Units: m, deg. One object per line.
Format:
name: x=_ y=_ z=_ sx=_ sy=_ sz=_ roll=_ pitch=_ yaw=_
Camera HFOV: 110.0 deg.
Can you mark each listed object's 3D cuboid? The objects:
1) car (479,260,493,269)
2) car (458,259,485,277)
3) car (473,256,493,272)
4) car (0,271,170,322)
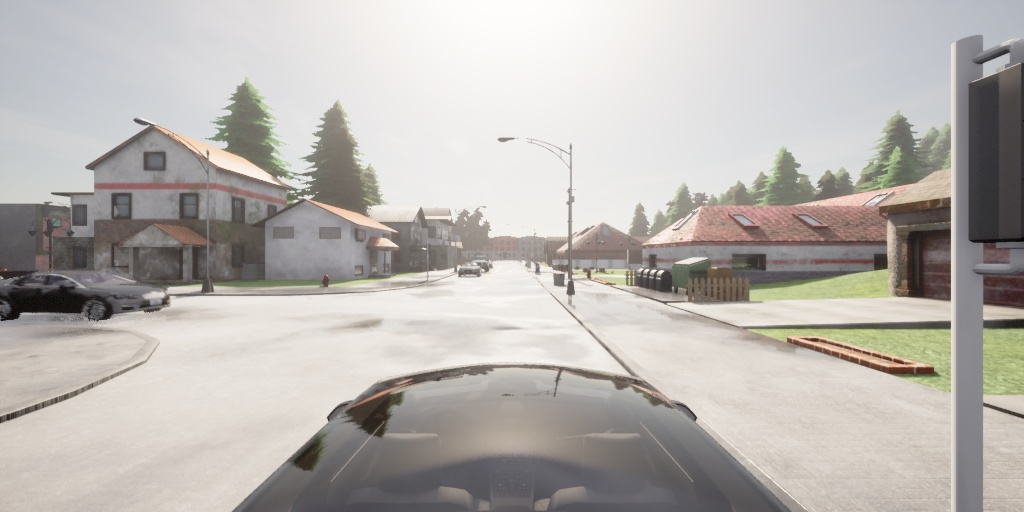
car: x=-4.055 y=1.314 z=56.367 sx=1.994 sy=1.385 sz=4.181 roll=0 pitch=0 yaw=1
car: x=-4.089 y=1.314 z=35.454 sx=1.994 sy=1.385 sz=4.181 roll=0 pitch=0 yaw=0
car: x=-4.081 y=0.971 z=46.131 sx=2.150 sy=2.045 sz=5.566 roll=0 pitch=0 yaw=0
car: x=-14.159 y=1.241 z=11.792 sx=4.902 sy=1.511 sz=2.128 roll=0 pitch=0 yaw=0
